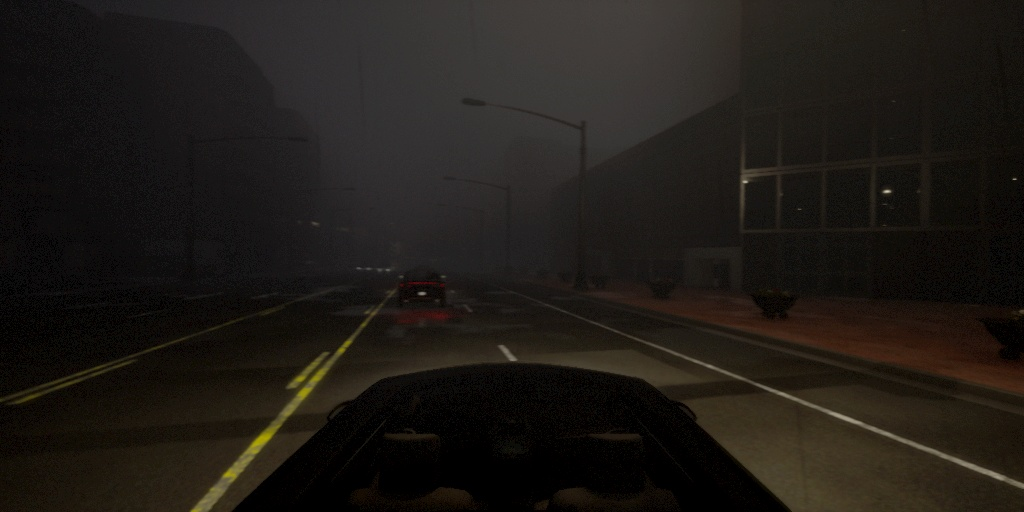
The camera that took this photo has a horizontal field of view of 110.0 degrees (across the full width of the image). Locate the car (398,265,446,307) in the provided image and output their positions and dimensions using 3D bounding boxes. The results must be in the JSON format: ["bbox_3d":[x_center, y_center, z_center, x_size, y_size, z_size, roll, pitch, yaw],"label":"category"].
[{"bbox_3d":[-4.006,1.290,16.053,1.882,1.535,5.008,1,0,-14],"label":"car"}]
